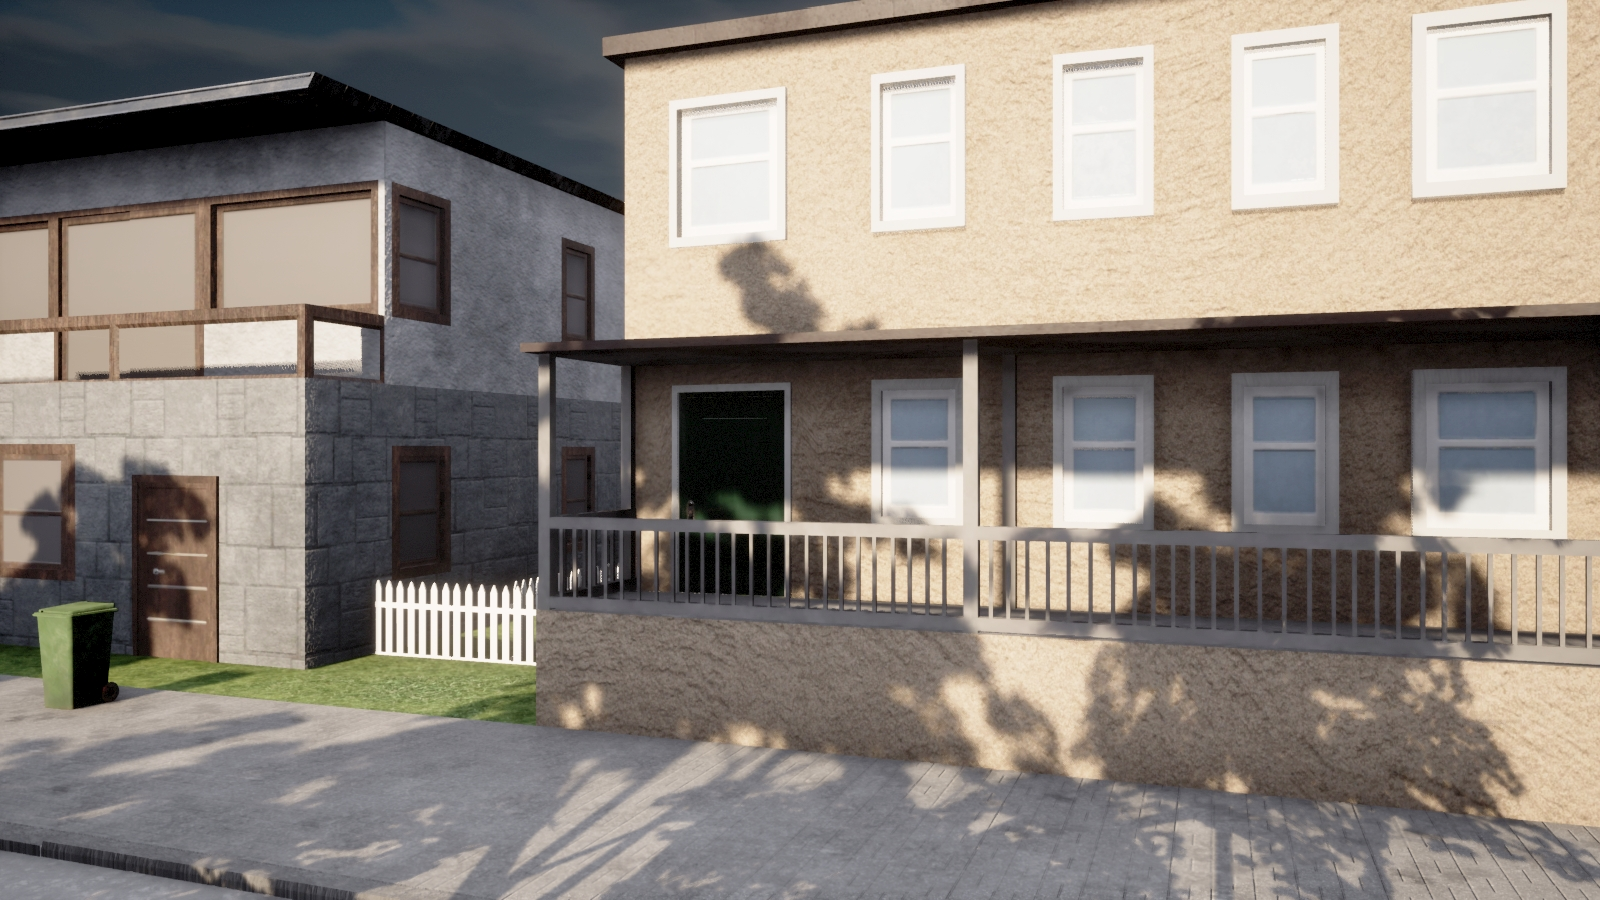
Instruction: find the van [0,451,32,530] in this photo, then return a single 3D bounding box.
[{"bbox_3d":[-27.753,1.329,35.973,1.988,2.561,5.915,0,0,20],"label":"van"}]
